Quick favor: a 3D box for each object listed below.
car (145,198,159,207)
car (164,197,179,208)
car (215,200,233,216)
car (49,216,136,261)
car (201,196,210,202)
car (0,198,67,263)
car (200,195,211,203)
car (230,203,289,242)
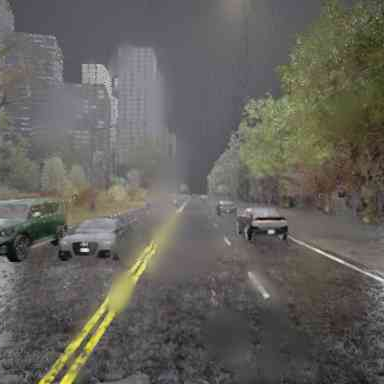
[{"bbox_3d":[-6.498,1.726,55.398,1.812,1.442,4.674,0,0,1],"label":"car"},{"bbox_3d":[-3.251,1.536,52.632,2.097,1.767,4.553,0,0,0],"label":"car"},{"bbox_3d":[3.393,1.597,33.782,2.128,1.511,4.902,0,0,0],"label":"car"},{"bbox_3d":[-3.336,1.622,12.345,1.994,1.385,4.181,0,0,0],"label":"car"},{"bbox_3d":[3.599,1.735,87.928,2.128,1.511,4.902,-1,0,1],"label":"car"},{"bbox_3d":[-6.588,1.289,12.607,2.150,2.045,5.566,0,0,0],"label":"car"},{"bbox_3d":[3.472,1.702,76.925,2.128,1.511,4.902,-1,0,1],"label":"car"},{"bbox_3d":[3.378,1.518,16.611,2.128,1.511,4.902,0,-1,0],"label":"car"}]
